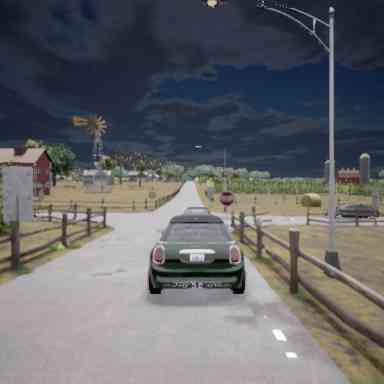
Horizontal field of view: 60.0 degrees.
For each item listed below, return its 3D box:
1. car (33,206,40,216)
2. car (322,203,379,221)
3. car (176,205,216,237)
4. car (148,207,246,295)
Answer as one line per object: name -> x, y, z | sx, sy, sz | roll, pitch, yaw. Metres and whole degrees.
car -> -15.409, 1.410, 27.983 | 4.892, 1.490, 1.837 | 1, 1, 1
car -> 14.629, 1.786, 30.864 | 4.892, 1.490, 1.837 | 1, 2, 0
car -> 0.334, 1.587, 19.537 | 2.033, 1.411, 5.357 | 0, 0, 3
car -> 0.103, 1.372, 8.961 | 2.097, 1.767, 4.553 | 0, 0, 0
